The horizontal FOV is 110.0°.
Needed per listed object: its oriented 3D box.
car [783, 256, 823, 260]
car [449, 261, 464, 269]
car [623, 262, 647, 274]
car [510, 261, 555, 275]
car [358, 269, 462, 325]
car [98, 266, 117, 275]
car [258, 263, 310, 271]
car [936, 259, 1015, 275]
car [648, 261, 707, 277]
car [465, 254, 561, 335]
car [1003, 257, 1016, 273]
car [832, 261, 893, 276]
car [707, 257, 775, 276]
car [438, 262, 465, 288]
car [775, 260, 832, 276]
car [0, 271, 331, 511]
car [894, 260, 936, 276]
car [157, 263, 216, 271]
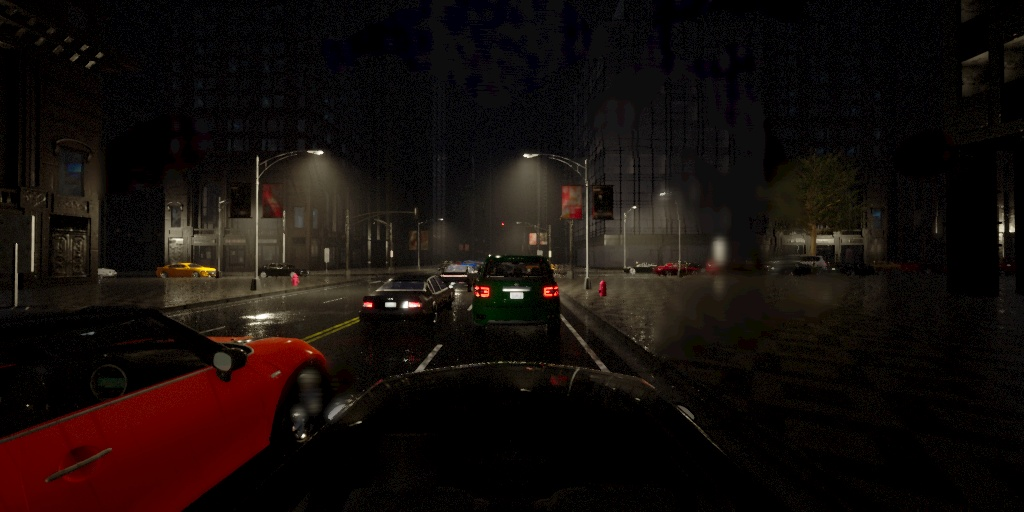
[{"bbox_3d":[31.215,0.987,39.359,5.566,2.045,2.150,0,-1,-1],"label":"car"},{"bbox_3d":[-9.725,1.571,63.200,1.812,1.442,4.674,0,0,1],"label":"car"},{"bbox_3d":[15.245,1.412,41.881,4.313,1.339,1.948,0,0,-1],"label":"car"},{"bbox_3d":[2.354,1.370,41.764,5.008,1.535,1.882,0,1,39],"label":"car"},{"bbox_3d":[-3.122,1.307,11.737,2.033,1.411,5.357,0,0,0],"label":"car"},{"bbox_3d":[-42.078,1.543,35.491,4.674,1.442,1.812,0,-1,0],"label":"car"},{"bbox_3d":[-22.563,1.432,35.440,4.892,1.490,1.837,0,-1,0],"label":"car"},{"bbox_3d":[43.552,1.212,33.753,4.507,1.381,1.888,0,0,-1],"label":"car"},{"bbox_3d":[15.363,1.327,33.357,4.207,1.307,1.802,0,0,-1],"label":"car"},{"bbox_3d":[0.113,0.979,10.654,2.150,2.045,5.566,0,0,0],"label":"car"},{"bbox_3d":[49.191,0.971,33.832,5.009,1.841,2.192,0,0,-1],"label":"car"},{"bbox_3d":[32.276,1.259,33.594,4.313,1.339,1.948,0,0,-1],"label":"car"},{"bbox_3d":[21.002,1.040,33.436,5.009,1.841,2.192,0,0,-1],"label":"car"},{"bbox_3d":[-3.126,1.279,21.474,2.128,1.511,4.902,0,0,0],"label":"car"},{"bbox_3d":[26.639,1.274,33.515,4.313,1.339,1.948,0,0,-1],"label":"car"},{"bbox_3d":[-3.147,1.102,2.326,2.097,1.767,4.553,0,0,0],"label":"car"},{"bbox_3d":[42.563,1.178,36.369,5.008,1.535,1.882,0,-1,0],"label":"car"},{"bbox_3d":[-32.079,1.448,35.465,5.008,1.535,1.882,0,-1,0],"label":"car"}]
